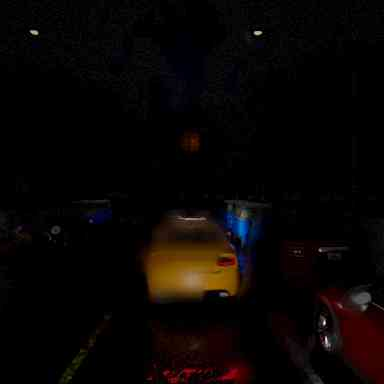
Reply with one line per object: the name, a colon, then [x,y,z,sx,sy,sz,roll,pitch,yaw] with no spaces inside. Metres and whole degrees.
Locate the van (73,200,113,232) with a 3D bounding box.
van: [-5.868,1.343,19.592,1.690,1.788,3.998,0,0,0]

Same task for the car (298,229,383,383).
car: [2.746,1.440,3.325,1.967,1.590,4.097,0,0,0]

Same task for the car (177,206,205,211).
car: [-0.051,1.493,18.092,2.128,1.511,4.902,0,0,0]

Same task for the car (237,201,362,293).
car: [2.716,1.315,8.763,2.192,1.841,5.009,0,0,0]

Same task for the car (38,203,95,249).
car: [-5.838,1.441,14.154,1.967,1.590,4.097,0,0,0]

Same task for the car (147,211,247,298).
car: [0.038,1.478,8.590,1.882,1.535,5.008,0,0,0]

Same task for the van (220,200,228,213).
van: [2.657,1.343,19.638,1.690,1.788,3.998,0,0,0]

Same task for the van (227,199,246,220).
van: [2.687,1.342,14.200,1.690,1.788,3.998,0,0,0]

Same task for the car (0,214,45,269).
car: [-5.808,1.526,8.547,1.752,1.417,4.829,0,0,0]
